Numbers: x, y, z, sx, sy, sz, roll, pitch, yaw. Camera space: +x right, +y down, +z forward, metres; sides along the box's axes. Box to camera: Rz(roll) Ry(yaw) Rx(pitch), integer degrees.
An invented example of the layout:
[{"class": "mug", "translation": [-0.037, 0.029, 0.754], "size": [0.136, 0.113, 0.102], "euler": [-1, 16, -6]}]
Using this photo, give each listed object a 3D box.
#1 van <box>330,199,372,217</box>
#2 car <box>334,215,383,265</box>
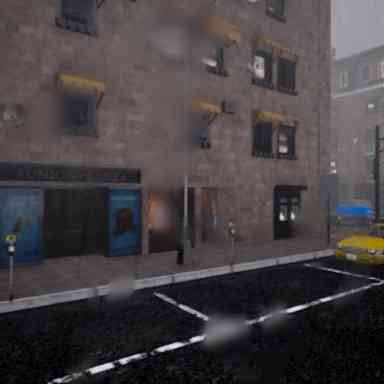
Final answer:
[{"class": "van", "translation": [15.267, 1.609, 32.285], "size": [1.690, 1.788, 3.998], "euler": [0, 0, -36]}, {"class": "car", "translation": [6.751, 1.651, 11.384], "size": [4.829, 1.417, 1.752], "euler": [1, -1, -36]}]
